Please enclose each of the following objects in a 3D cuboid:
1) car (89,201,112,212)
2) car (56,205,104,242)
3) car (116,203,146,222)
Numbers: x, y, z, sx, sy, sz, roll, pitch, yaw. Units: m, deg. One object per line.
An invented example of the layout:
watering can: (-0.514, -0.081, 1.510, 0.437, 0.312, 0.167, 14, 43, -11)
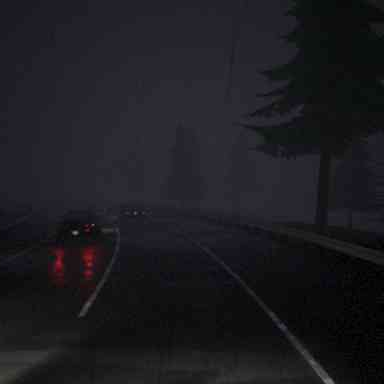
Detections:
car: (-11.474, 1.778, 41.340, 1.895, 1.301, 4.718, 0, 0, -30)
car: (-5.621, 1.599, 16.843, 1.812, 1.442, 4.674, 0, 0, -12)
car: (-5.160, 1.663, 27.891, 2.033, 1.411, 5.357, 0, 0, -19)
